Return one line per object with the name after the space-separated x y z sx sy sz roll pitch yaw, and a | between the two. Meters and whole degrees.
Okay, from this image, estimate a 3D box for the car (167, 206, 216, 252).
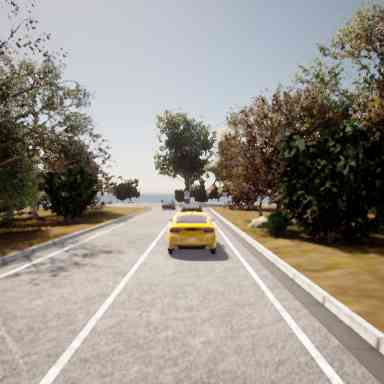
-0.002 1.599 14.469 1.882 1.535 5.008 0 0 0 | car

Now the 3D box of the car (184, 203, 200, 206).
-0.009 1.720 29.482 1.882 1.535 5.008 0 0 0 | car

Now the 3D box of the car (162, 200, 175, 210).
-3.526 1.960 50.743 2.033 1.411 5.357 0 0 0 | car
